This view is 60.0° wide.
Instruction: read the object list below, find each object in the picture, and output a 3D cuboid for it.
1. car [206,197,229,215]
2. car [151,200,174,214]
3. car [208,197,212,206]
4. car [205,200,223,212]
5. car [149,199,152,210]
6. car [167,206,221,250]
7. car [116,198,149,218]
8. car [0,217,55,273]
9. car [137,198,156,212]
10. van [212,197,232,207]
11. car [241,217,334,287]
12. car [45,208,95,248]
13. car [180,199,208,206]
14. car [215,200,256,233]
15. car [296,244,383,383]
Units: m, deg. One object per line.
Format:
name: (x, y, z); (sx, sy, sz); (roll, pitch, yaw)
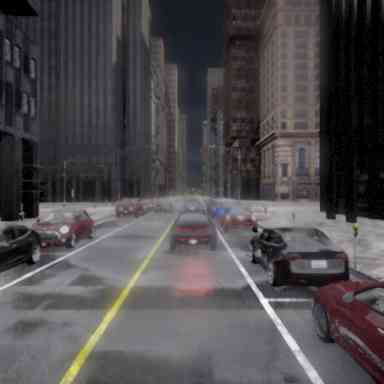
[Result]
car: (2.729, 1.487, 37.296); (2.192, 1.841, 5.009); (0, 0, 0)
car: (-3.105, 1.737, 37.430); (1.994, 1.385, 4.181); (0, 0, 0)
car: (2.734, 1.586, 31.692); (1.967, 1.590, 4.097); (0, 0, 0)
car: (2.725, 1.749, 42.896); (2.008, 1.369, 4.403); (0, 0, 0)
car: (-5.796, 1.697, 37.116); (1.752, 1.417, 4.829); (0, 0, 0)
car: (0.063, 1.574, 14.648); (1.837, 1.490, 4.892); (0, 0, 0)
car: (-5.792, 1.461, 31.685); (2.192, 1.841, 5.009); (0, 0, 0)
car: (-5.772, 1.609, 9.275); (1.947, 1.339, 4.313); (0, 0, 0)
car: (-5.801, 1.639, 42.888); (1.967, 1.590, 4.097); (0, 0, 0)
van: (2.738, 1.461, 26.092); (1.690, 1.788, 3.998); (0, 0, 0)
car: (2.753, 1.609, 9.286); (1.947, 1.339, 4.313); (0, 0, 0)
car: (-5.777, 1.509, 14.878); (1.967, 1.590, 4.097); (0, 0, 0)
car: (0.046, 1.487, 29.220); (2.097, 1.767, 4.553); (0, 0, 0)
car: (2.743, 1.535, 20.489); (1.967, 1.590, 4.097); (0, 0, 0)
car: (2.758, 1.599, 3.684); (1.802, 1.307, 4.206); (0, 0, 0)
